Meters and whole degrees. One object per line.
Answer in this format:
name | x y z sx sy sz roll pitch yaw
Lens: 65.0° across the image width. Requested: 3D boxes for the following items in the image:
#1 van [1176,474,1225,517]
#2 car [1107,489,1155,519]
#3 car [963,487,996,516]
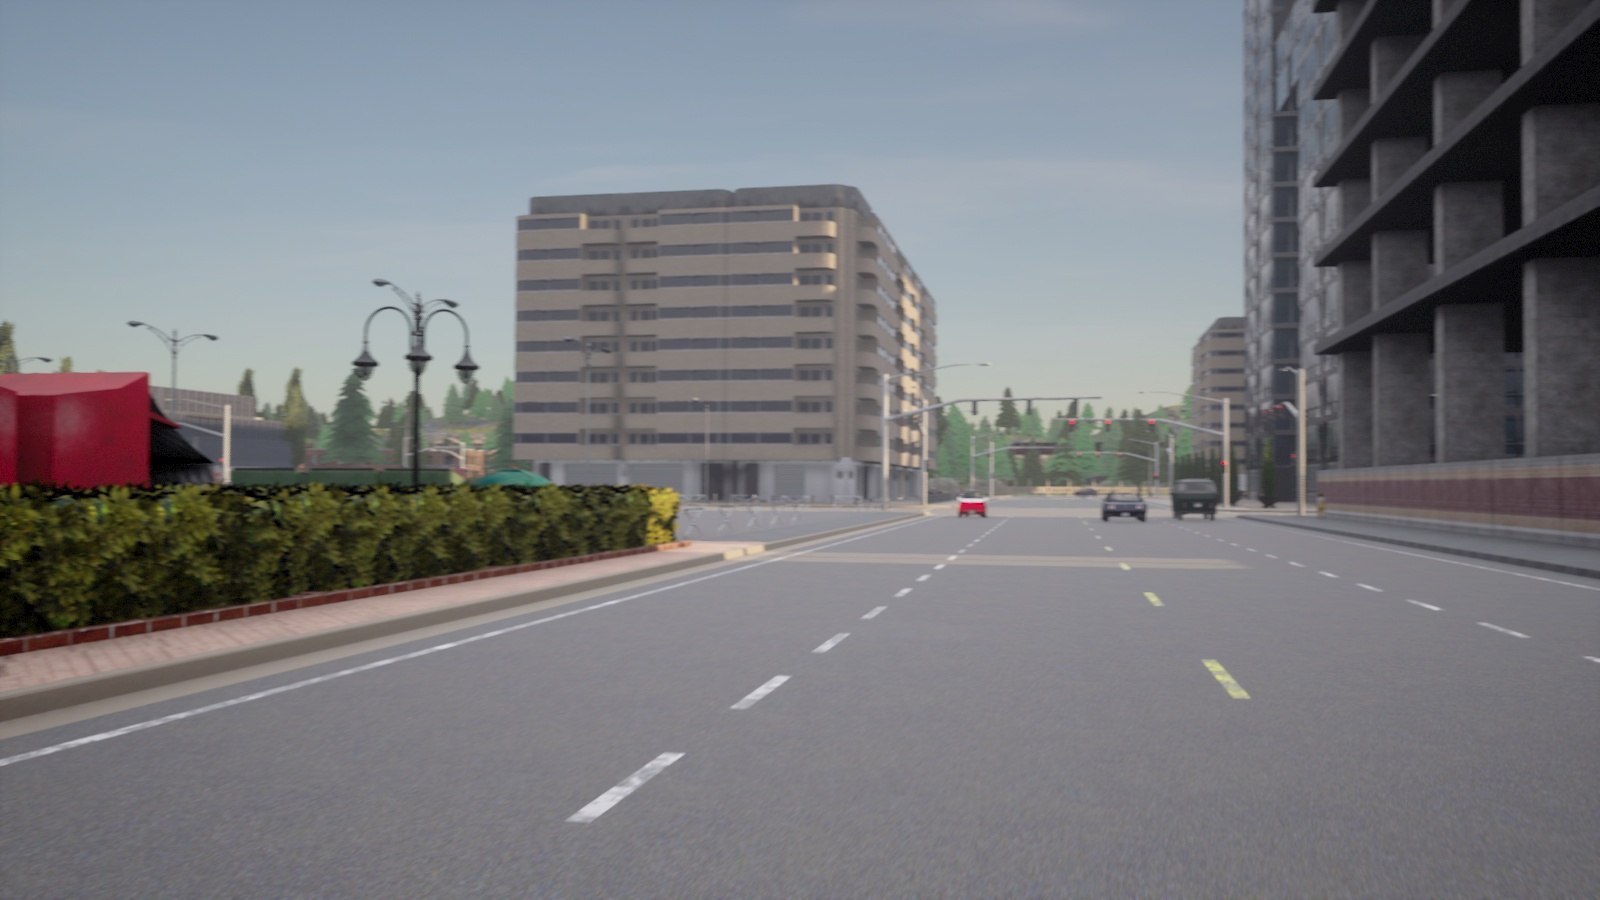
van | 19.288 2.177 60.557 1.775 1.987 4.442 0 -2 12
car | 15.027 2.438 57.232 1.895 1.301 4.718 0 -2 12
car | 8.896 2.530 62.149 1.481 1.376 2.207 0 -2 12
